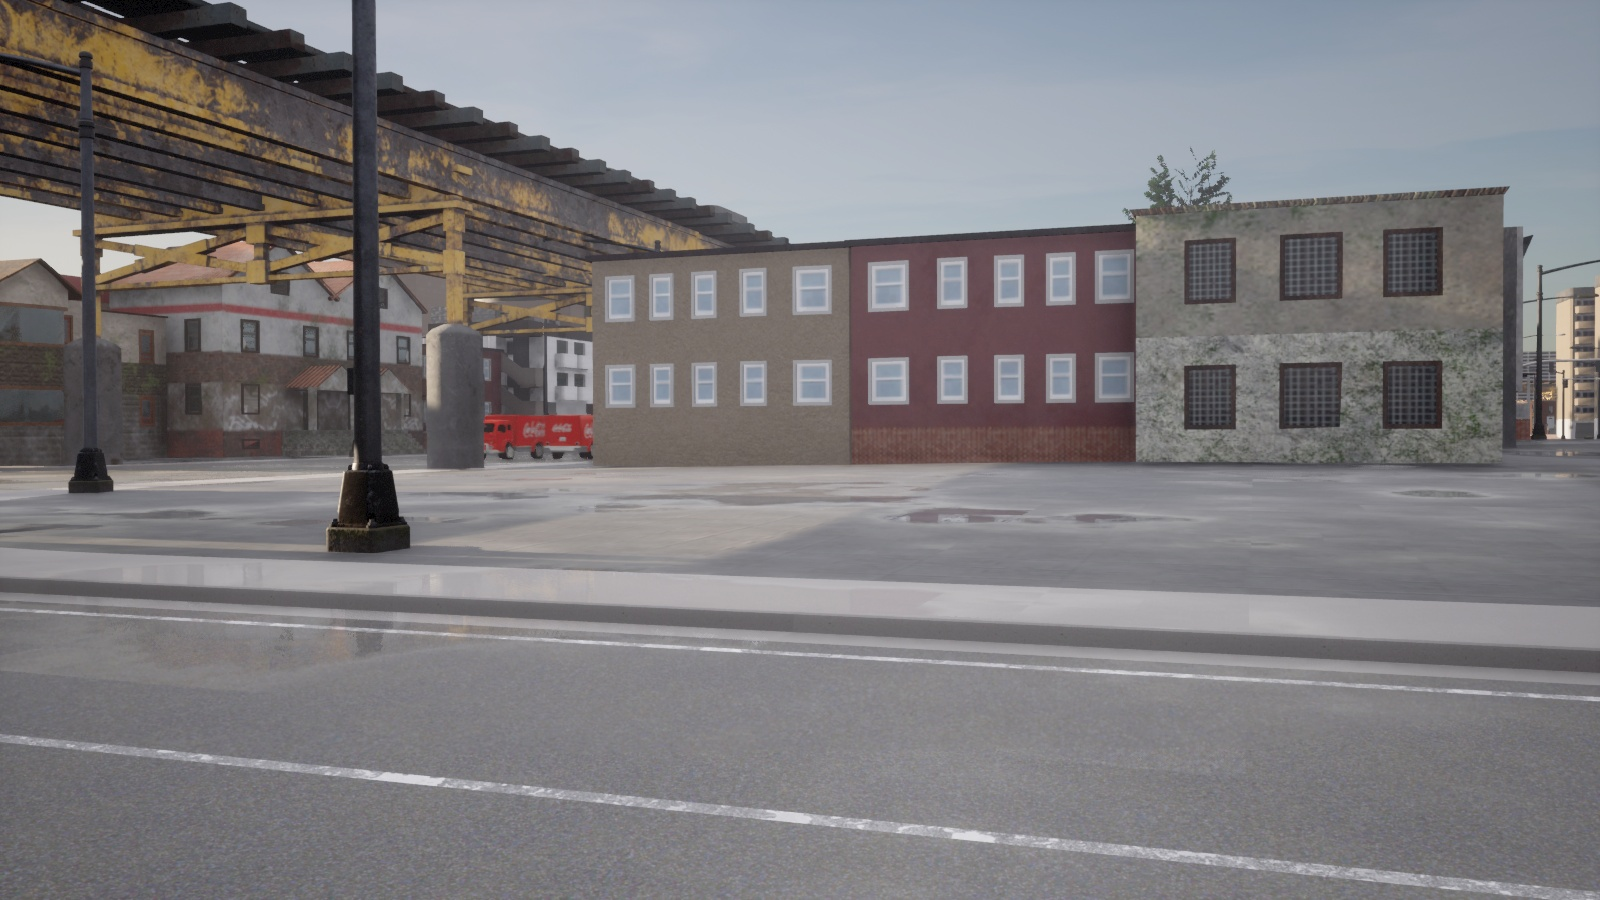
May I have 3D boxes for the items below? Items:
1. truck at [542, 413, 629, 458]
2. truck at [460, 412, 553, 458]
[{"bbox_3d":[-12.093,-0.843,71.130,2.627,2.467,5.204,1,1,20],"label":"truck"},{"bbox_3d":[-16.275,-0.840,69.862,2.627,2.467,5.204,1,1,20],"label":"truck"}]
